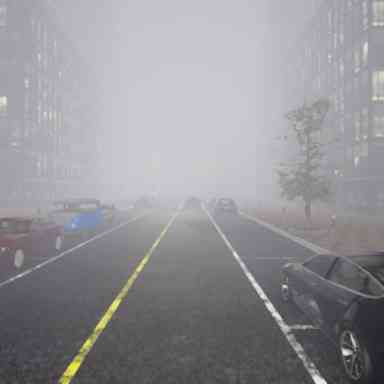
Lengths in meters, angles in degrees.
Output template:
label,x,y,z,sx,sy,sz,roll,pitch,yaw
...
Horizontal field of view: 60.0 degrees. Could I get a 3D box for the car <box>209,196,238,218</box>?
label,x,y,z,sx,sy,sz,roll,pitch,yaw
car,2.703,1.248,27.852,1.967,1.590,4.097,0,0,0

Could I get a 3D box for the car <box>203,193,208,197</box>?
label,x,y,z,sx,sy,sz,roll,pitch,yaw
car,2.708,1.210,45.099,1.752,1.417,4.829,0,0,0

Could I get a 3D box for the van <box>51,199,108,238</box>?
label,x,y,z,sx,sy,sz,roll,pitch,yaw
van,-5.681,1.228,16.485,1.690,1.788,3.998,0,0,0

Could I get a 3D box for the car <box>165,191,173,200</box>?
label,x,y,z,sx,sy,sz,roll,pitch,yaw
car,-5.664,1.005,73.235,1.752,1.417,4.829,0,0,0

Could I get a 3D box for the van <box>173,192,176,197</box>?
label,x,y,z,sx,sy,sz,roll,pitch,yaw
van,-5.660,0.735,84.789,1.690,1.788,3.998,0,0,0

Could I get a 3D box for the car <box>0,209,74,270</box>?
label,x,y,z,sx,sy,sz,roll,pitch,yaw
car,-5.683,1.471,10.794,1.887,1.381,4.507,0,0,0

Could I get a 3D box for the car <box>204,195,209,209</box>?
label,x,y,z,sx,sy,sz,roll,pitch,yaw
car,2.706,1.309,39.237,1.802,1.307,4.206,0,0,0

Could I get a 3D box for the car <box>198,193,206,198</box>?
label,x,y,z,sx,sy,sz,roll,pitch,yaw
car,2.721,0.902,90.463,2.008,1.369,4.403,0,0,0

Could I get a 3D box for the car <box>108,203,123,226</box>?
label,x,y,z,sx,sy,sz,roll,pitch,yaw
car,-5.680,1.430,22.178,1.802,1.307,4.206,0,0,0

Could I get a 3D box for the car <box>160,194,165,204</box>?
label,x,y,z,sx,sy,sz,roll,pitch,yaw
car,-5.671,1.210,50.639,1.947,1.339,4.313,0,0,0

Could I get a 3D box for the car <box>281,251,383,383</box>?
label,x,y,z,sx,sy,sz,roll,pitch,yaw
car,2.696,1.531,5.087,1.947,1.339,4.313,0,0,0

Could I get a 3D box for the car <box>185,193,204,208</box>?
label,x,y,z,sx,sy,sz,roll,pitch,yaw
car,0.112,1.190,41.179,1.882,1.535,5.008,0,1,0

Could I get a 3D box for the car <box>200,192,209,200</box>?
label,x,y,z,sx,sy,sz,roll,pitch,yaw
car,2.717,0.918,73.387,1.967,1.590,4.097,0,0,0

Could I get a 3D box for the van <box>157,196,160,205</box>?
label,x,y,z,sx,sy,sz,roll,pitch,yaw
van,-5.672,1.027,44.945,1.690,1.788,3.998,0,0,0

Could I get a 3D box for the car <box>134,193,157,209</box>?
label,x,y,z,sx,sy,sz,roll,pitch,yaw
car,-5.674,1.167,39.253,1.967,1.590,4.097,0,0,0
